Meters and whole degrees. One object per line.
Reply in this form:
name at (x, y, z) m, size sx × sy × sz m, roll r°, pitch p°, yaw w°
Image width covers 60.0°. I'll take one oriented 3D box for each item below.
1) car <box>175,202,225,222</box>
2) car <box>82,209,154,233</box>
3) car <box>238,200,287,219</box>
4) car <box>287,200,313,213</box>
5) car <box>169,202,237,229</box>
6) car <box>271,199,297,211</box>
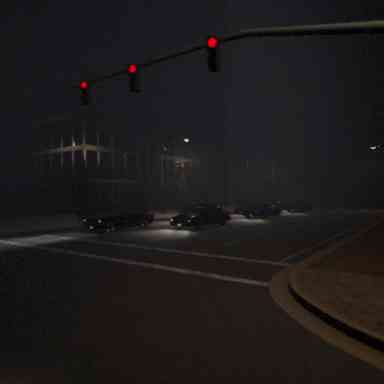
car at (0.794, 1.686, 29.050) m, size 1.837 × 1.490 × 4.892 m, roll -1°, pitch 0°, yaw 36°
car at (-4.690, 1.782, 21.524) m, size 1.895 × 1.301 × 4.718 m, roll -1°, pitch 0°, yaw 36°
car at (6.689, 1.689, 31.195) m, size 2.033 × 1.411 × 5.357 m, roll -1°, pitch 0°, yaw 36°
car at (12.896, 1.689, 39.692) m, size 2.033 × 1.411 × 5.357 m, roll -1°, pitch 0°, yaw 36°
car at (0.756, 1.690, 23.057) m, size 2.033 × 1.411 × 5.357 m, roll -1°, pitch 0°, yaw 36°
car at (12.479, 1.744, 45.018) m, size 1.994 × 1.385 × 4.181 m, roll -1°, pitch 0°, yaw 37°
